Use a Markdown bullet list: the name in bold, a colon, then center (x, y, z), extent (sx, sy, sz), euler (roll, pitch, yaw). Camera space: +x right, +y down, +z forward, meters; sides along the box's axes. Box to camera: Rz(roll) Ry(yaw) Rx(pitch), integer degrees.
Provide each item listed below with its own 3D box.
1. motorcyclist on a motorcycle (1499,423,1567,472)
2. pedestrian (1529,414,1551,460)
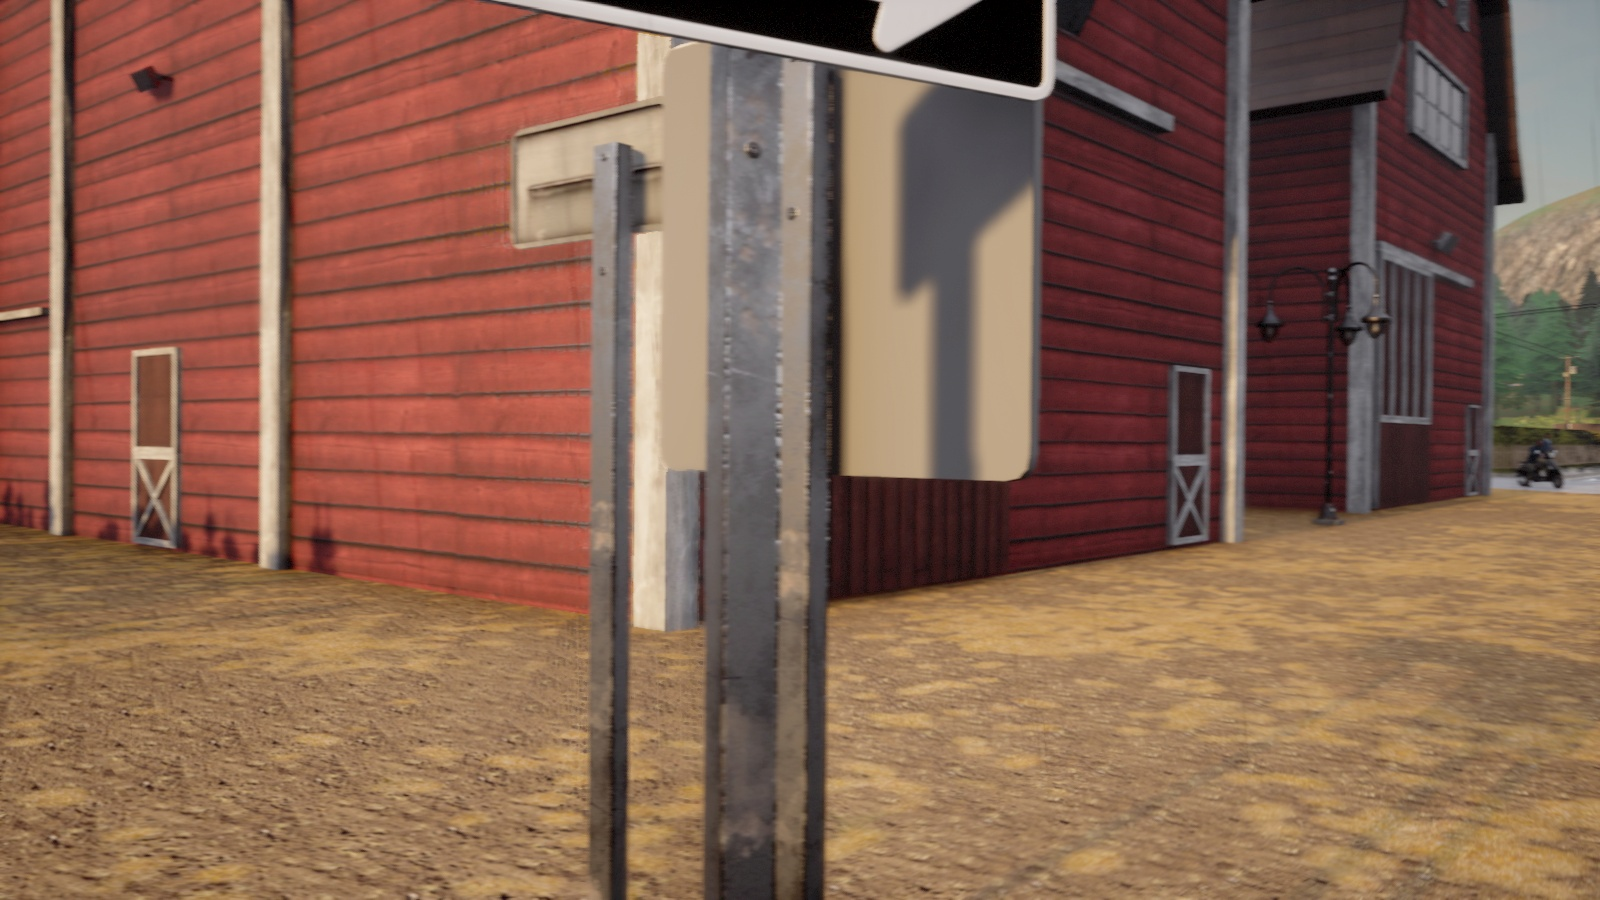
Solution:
- **motorcyclist on a motorcycle**: center (24.160, -0.091, 41.432), extent (0.866, 1.590, 1.817), euler (-1, 1, -18)
- **pedestrian**: center (31.933, -0.560, 54.201), extent (0.423, 1.949, 0.788), euler (-1, 1, -9)
